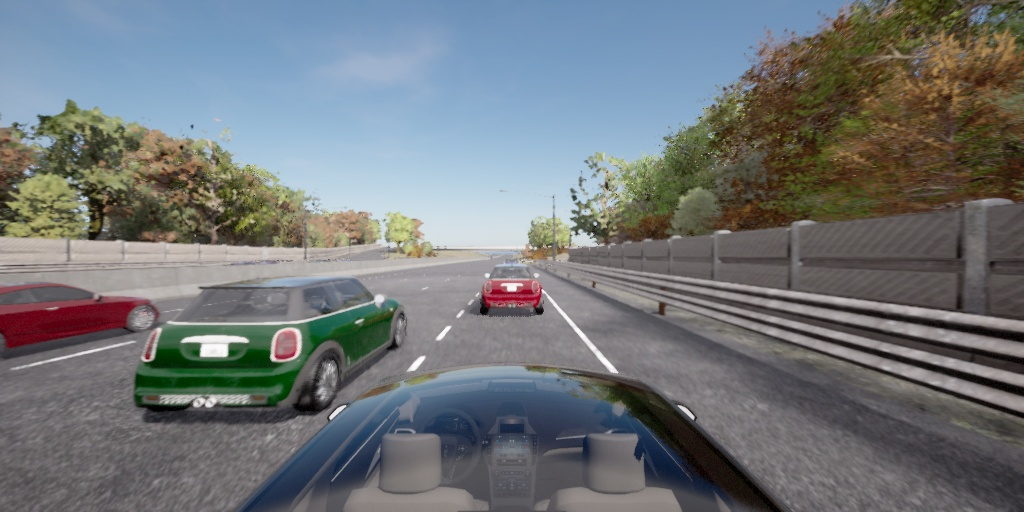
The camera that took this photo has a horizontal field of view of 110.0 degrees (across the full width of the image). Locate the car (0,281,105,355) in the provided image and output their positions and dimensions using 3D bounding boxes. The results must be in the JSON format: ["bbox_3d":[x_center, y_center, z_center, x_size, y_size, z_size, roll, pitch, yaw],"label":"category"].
[{"bbox_3d":[-10.401,1.261,7.693,1.812,1.442,4.674,0,0,0],"label":"car"}]

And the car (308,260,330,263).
[{"bbox_3d":[-21.047,1.199,38.731,1.837,1.490,4.892,0,1,1],"label":"car"}]

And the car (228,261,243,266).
[{"bbox_3d":[-31.528,1.260,42.191,1.994,1.385,4.181,0,0,1],"label":"car"}]

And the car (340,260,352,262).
[{"bbox_3d":[-24.541,1.245,53.064,2.033,1.411,5.357,0,0,1],"label":"car"}]

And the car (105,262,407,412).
[{"bbox_3d":[-3.403,1.091,6.225,2.097,1.767,4.553,0,0,0],"label":"car"}]

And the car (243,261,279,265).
[{"bbox_3d":[-28.026,1.259,41.208,1.994,1.385,4.181,0,0,1],"label":"car"}]

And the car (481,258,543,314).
[{"bbox_3d":[-0.003,1.076,13.804,2.097,1.767,4.553,0,0,0],"label":"car"}]

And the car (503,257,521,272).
[{"bbox_3d":[-0.011,1.052,44.456,2.097,1.767,4.553,0,0,0],"label":"car"}]
